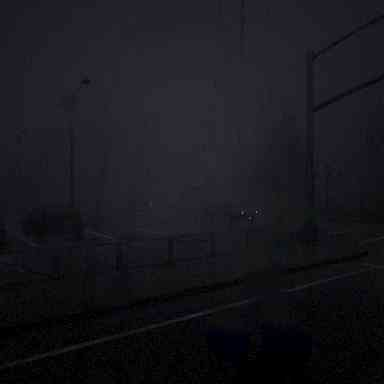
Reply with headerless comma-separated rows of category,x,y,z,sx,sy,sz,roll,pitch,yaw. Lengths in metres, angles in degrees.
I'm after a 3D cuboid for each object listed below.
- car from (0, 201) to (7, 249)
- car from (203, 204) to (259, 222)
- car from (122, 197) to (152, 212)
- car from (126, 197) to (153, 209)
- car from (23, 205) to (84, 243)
car,-8.921,1.331,13.398,2.152,1.636,5.027,0,0,-36
car,2.989,1.601,26.292,1.895,1.301,4.718,0,0,-36
car,-6.522,1.352,39.213,2.097,1.767,4.553,0,0,-36
car,-7.436,1.526,46.638,1.812,1.442,4.674,0,0,-36
car,-6.410,1.340,15.279,2.007,1.523,4.514,0,0,-36
